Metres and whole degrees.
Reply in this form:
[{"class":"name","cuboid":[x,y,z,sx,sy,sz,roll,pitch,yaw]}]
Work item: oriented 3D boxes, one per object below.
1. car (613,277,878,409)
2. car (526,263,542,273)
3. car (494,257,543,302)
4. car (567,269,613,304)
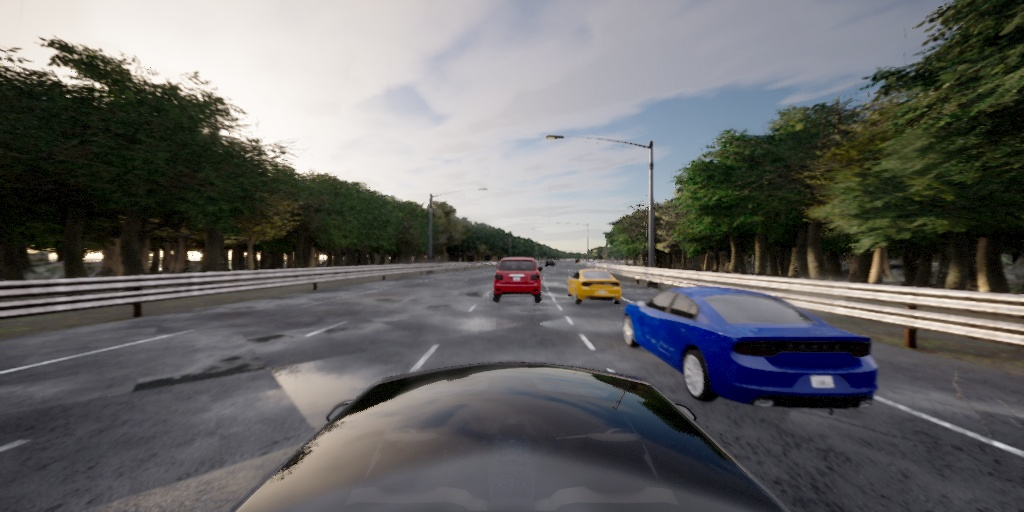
[{"class":"car","cuboid":[3.511,1.275,6.501,1.882,1.535,5.008,0,0,1]},{"class":"car","cuboid":[3.209,1.689,51.943,2.033,1.411,5.357,0,0,7]},{"class":"car","cuboid":[0.342,1.091,18.018,2.150,2.045,5.566,0,0,3]},{"class":"car","cuboid":[3.775,1.352,17.173,1.882,1.535,5.008,0,0,2]}]
